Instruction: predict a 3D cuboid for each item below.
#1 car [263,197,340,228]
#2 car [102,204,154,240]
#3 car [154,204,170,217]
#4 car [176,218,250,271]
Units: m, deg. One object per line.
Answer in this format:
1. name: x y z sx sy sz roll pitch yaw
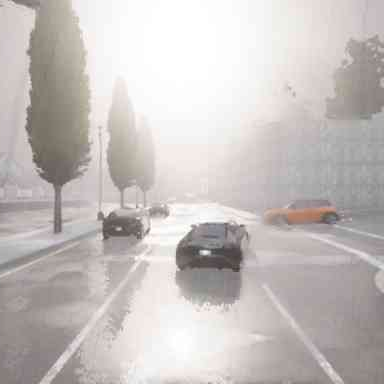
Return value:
1. car: 6.806 1.276 21.139 4.553 1.767 2.097 -3 -1 7
2. car: -3.422 1.601 18.019 1.882 1.535 5.008 -1 0 0
3. car: -3.400 1.890 35.421 1.895 1.301 4.718 0 0 0
4. car: 0.836 1.583 11.350 1.994 1.385 4.181 -1 2 13
